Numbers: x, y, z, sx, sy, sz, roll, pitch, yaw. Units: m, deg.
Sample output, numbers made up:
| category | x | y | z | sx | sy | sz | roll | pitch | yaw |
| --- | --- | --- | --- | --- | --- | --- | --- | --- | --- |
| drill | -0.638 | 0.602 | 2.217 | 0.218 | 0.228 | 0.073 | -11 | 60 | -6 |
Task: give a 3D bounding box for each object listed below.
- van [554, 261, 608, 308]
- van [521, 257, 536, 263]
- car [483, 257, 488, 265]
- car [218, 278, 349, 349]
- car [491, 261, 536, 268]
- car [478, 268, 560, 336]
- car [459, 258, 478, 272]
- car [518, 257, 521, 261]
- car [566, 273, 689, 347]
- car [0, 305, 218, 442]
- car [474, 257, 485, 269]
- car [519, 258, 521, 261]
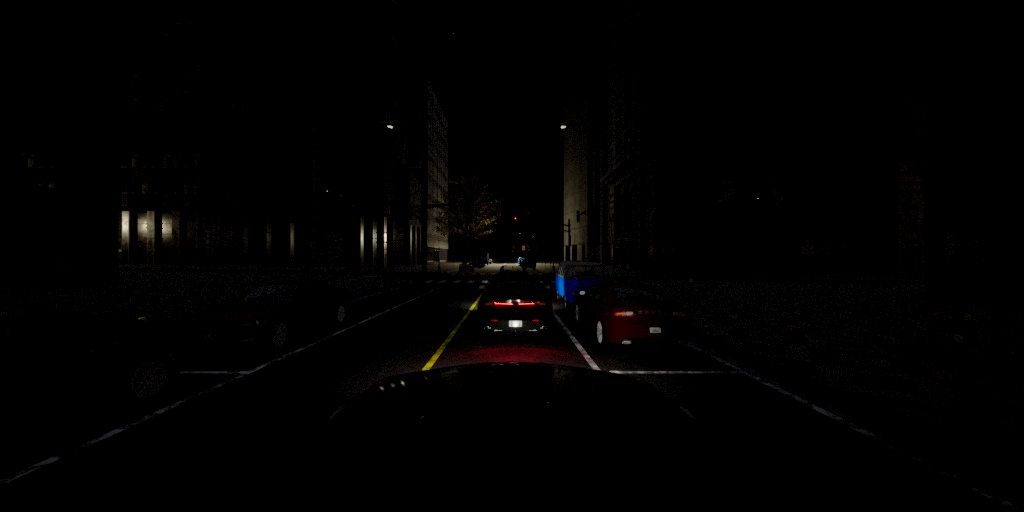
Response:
| category | x | y | z | sx | sy | sz | roll | pitch | yaw |
| --- | --- | --- | --- | --- | --- | --- | --- | --- | --- |
| van | 2.736 | 1.093 | 14.663 | 1.690 | 1.789 | 3.998 | 0 | 0 | 0 |
| van | 2.595 | 1.115 | 52.647 | 1.690 | 1.789 | 3.998 | 0 | 0 | 0 |
| car | -5.965 | 1.099 | 63.089 | 2.192 | 1.841 | 5.009 | 0 | 0 | 0 |
| car | -5.802 | 1.295 | 9.128 | 1.888 | 1.381 | 4.507 | 0 | 0 | 0 |
| car | 0.047 | 1.245 | 19.792 | 2.128 | 1.511 | 4.902 | 0 | 0 | -1 |
| car | 0.074 | 1.256 | 10.373 | 1.837 | 1.490 | 4.892 | 0 | 0 | 0 |
| car | -5.917 | 1.295 | 47.050 | 1.751 | 1.417 | 4.829 | 0 | 0 | 0 |
| car | 2.559 | 1.330 | 63.473 | 1.888 | 1.381 | 4.507 | 0 | 0 | 0 |
| car | 2.753 | 1.296 | 9.138 | 1.888 | 1.381 | 4.507 | 0 | 0 | 0 |
| car | -5.782 | 1.295 | 3.603 | 1.888 | 1.381 | 4.507 | 0 | 0 | 0 |
| car | -5.947 | 1.324 | 57.800 | 1.888 | 1.381 | 4.507 | 0 | 0 | 0 |
| car | 2.577 | 1.345 | 58.059 | 1.948 | 1.339 | 4.313 | 0 | 0 | 0 |
